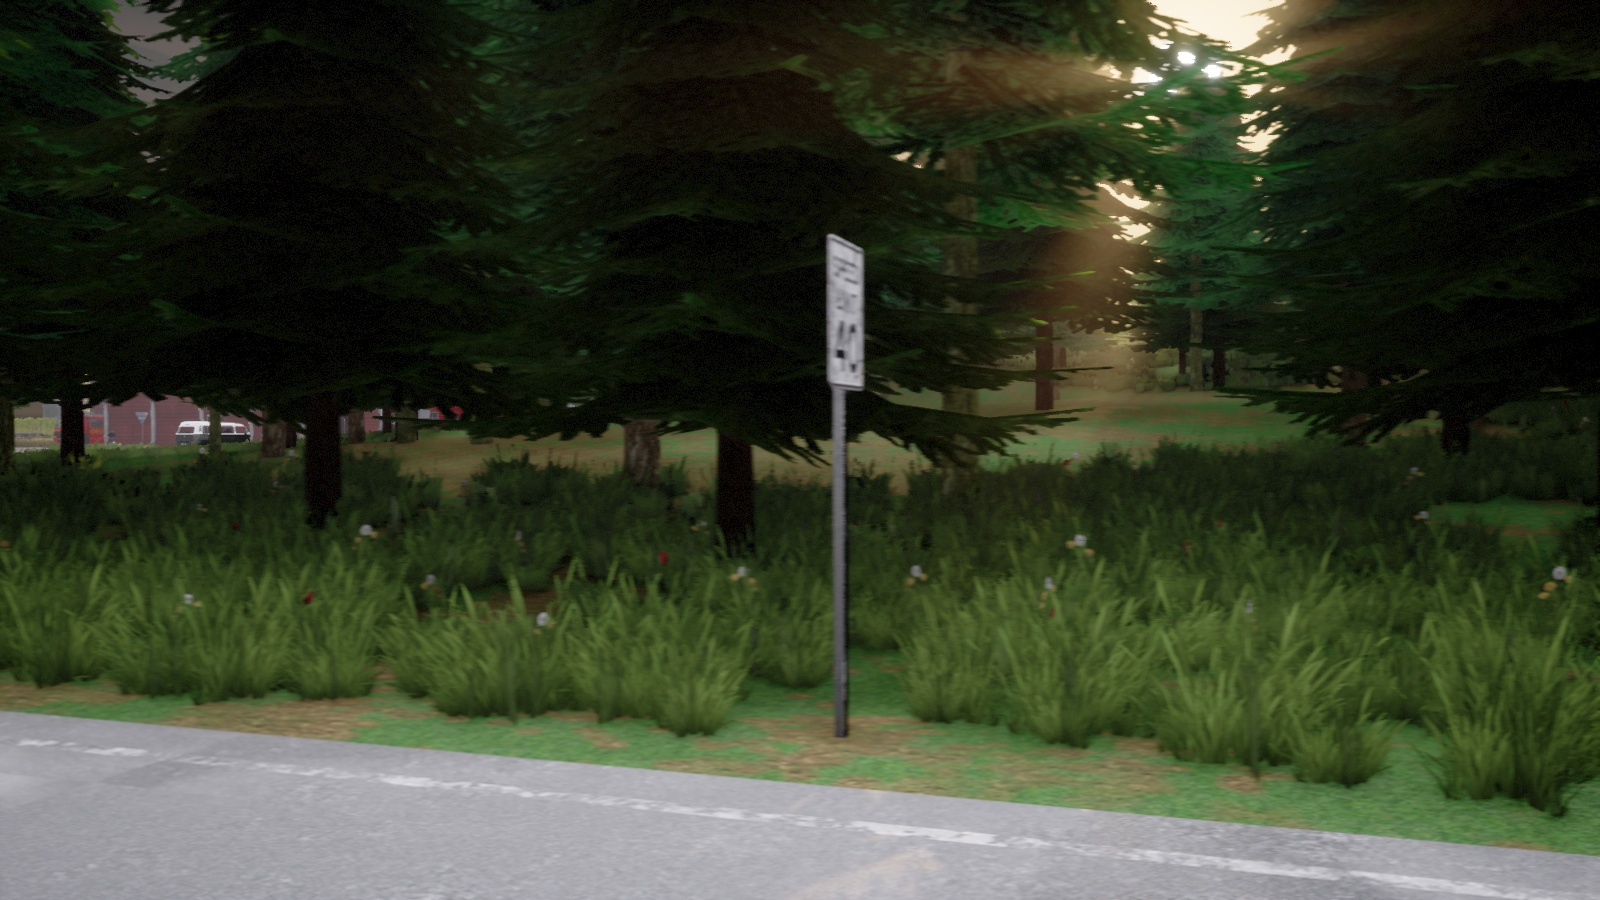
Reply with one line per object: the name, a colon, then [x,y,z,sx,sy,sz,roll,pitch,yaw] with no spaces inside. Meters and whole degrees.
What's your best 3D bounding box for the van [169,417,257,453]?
van: [-33.884,-0.880,72.575,2.069,2.038,4.480,1,1,19]
